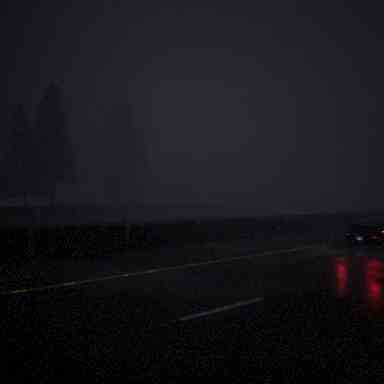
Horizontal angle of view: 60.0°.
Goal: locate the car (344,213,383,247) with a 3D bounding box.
[{"bbox_3d":[8.289,1.614,14.081,4.674,1.442,1.812,1,0,-35],"label":"car"}]
